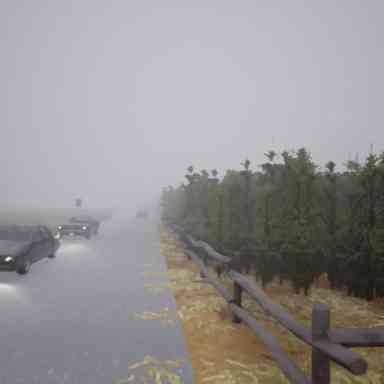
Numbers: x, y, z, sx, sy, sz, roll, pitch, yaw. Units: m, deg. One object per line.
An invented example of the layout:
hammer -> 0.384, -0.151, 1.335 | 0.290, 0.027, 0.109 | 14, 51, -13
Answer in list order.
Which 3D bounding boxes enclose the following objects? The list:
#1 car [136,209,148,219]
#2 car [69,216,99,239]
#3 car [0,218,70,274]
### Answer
car -> -7.952, 3.454, 52.686 | 2.033, 1.411, 5.357 | 2, -2, -7
car -> -7.427, 2.283, 22.008 | 1.895, 1.301, 4.718 | 2, -2, -7
car -> -6.165, 1.855, 11.805 | 2.033, 1.411, 5.357 | 2, -2, -7
